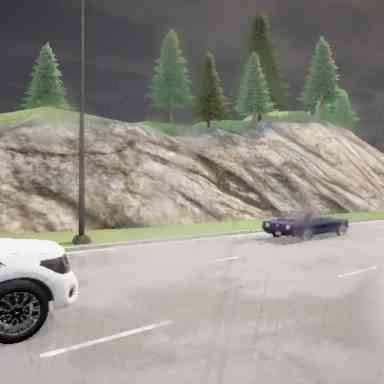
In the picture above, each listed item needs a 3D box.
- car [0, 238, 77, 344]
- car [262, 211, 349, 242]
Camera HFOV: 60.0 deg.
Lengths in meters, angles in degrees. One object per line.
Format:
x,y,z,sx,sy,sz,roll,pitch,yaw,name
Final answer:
-4.612,1.221,4.746,5.566,2.045,2.150,0,0,-36,car
5.742,1.600,16.458,4.718,1.301,1.895,0,0,-35,car
